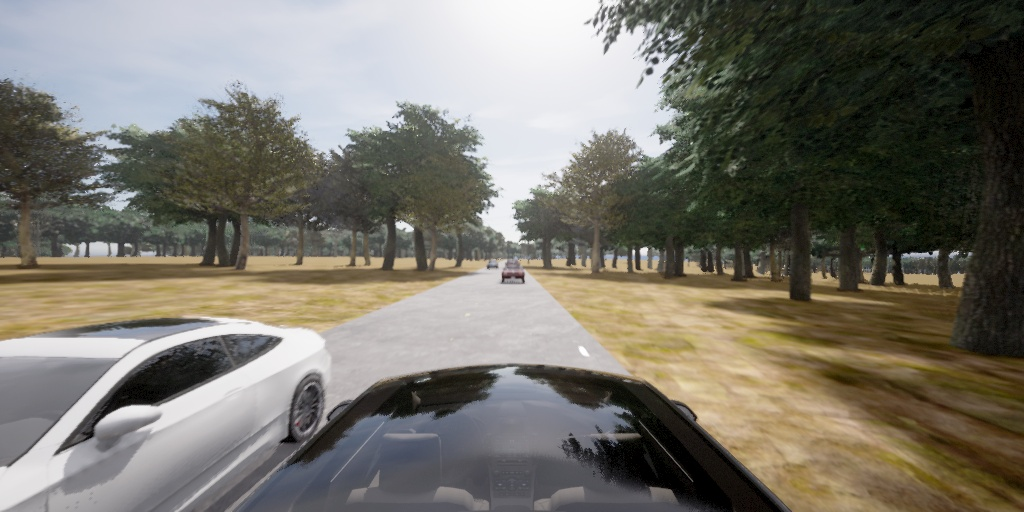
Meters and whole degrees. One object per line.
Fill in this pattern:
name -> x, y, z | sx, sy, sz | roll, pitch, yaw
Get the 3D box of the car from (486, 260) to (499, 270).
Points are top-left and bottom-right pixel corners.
car -> -3.074, 1.395, 57.394 | 1.812, 1.442, 4.674 | 0, 0, 0

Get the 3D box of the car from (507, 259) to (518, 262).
car -> 0.087, 1.192, 47.540 | 2.097, 1.767, 4.553 | 0, 0, 0

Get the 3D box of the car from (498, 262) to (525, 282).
car -> 0.093, 1.399, 29.788 | 1.895, 1.301, 4.718 | 0, 0, 0

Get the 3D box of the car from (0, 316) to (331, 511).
car -> -3.100, 1.277, 2.611 | 1.812, 1.442, 4.674 | 0, 0, 0
